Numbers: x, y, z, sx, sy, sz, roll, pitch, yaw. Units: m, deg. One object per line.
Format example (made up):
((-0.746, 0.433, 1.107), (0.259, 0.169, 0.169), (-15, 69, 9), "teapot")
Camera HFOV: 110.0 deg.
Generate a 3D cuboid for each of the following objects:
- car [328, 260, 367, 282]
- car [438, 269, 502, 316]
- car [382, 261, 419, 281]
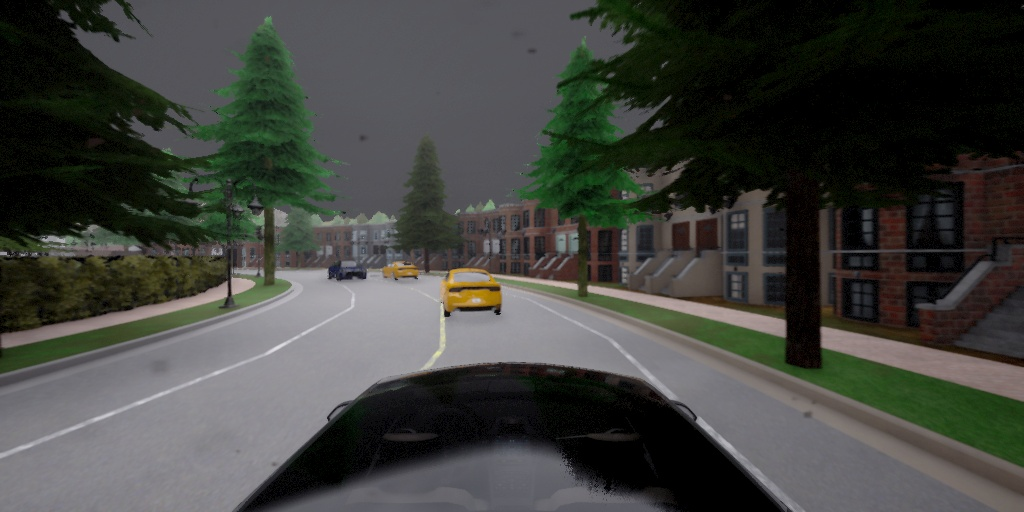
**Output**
((-13.434, 1.108, 29.230), (2.097, 1.767, 4.553), (-1, 0, -39), "car")
((-1.678, 1.208, 13.385), (1.882, 1.535, 5.008), (0, 0, -14), "car")
((-9.441, 1.209, 30.051), (1.882, 1.535, 5.008), (0, 0, -35), "car")
